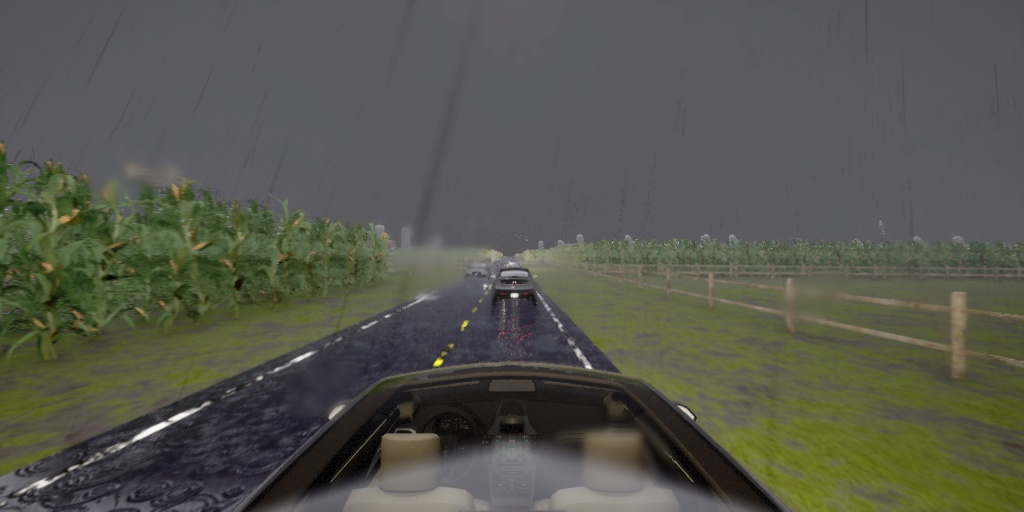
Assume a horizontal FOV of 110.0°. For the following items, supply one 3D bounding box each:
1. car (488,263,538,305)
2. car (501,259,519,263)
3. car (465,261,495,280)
[{"bbox_3d":[0.101,1.251,16.039,1.837,1.490,4.892,0,0,0],"label":"car"},{"bbox_3d":[0.101,1.277,40.412,2.033,1.411,5.357,0,0,0],"label":"car"},{"bbox_3d":[-2.843,1.302,31.279,1.994,1.385,4.181,0,0,0],"label":"car"}]
